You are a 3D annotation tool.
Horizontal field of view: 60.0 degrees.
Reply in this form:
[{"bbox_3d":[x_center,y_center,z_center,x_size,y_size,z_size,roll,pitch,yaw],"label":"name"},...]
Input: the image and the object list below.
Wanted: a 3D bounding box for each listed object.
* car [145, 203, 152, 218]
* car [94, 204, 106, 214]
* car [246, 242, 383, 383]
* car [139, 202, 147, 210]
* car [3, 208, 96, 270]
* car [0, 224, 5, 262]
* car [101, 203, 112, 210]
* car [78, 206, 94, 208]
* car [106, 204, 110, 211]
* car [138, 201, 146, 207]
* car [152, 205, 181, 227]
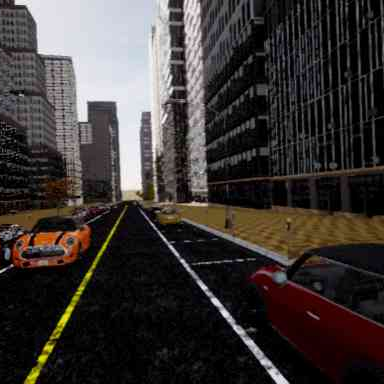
[{"bbox_3d":[-3.948,2.163,37.562,1.947,1.339,4.313,-4,0,-10],"label":"car"},{"bbox_3d":[-15.230,2.829,52.638,1.887,1.381,4.507,-4,0,-10],"label":"car"},{"bbox_3d":[2.138,1.391,4.375,1.967,1.590,4.097,-4,0,-10],"label":"car"},{"bbox_3d":[-9.059,2.677,65.387,1.752,1.417,4.829,-4,0,-10],"label":"car"},{"bbox_3d":[-5.192,1.728,12.855,2.097,1.767,4.553,-2,-1,-11],"label":"car"},{"bbox_3d":[-8.120,2.072,13.918,2.008,1.369,4.403,-4,0,-10],"label":"car"},{"bbox_3d":[-19.292,3.280,74.764,2.008,1.369,4.403,-4,0,-10],"label":"car"},{"bbox_3d":[-12.190,2.394,36.045,1.967,1.590,4.097,-4,0,-10],"label":"car"},{"bbox_3d":[-17.259,3.088,63.700,1.802,1.307,4.206,-4,0,-10],"label":"car"},{"bbox_3d":[-13.087,3.179,87.345,1.802,1.307,4.206,-4,0,-10],"label":"car"},{"bbox_3d":[-1.950,1.908,26.668,1.752,1.417,4.829,-4,0,-10],"label":"car"}]
